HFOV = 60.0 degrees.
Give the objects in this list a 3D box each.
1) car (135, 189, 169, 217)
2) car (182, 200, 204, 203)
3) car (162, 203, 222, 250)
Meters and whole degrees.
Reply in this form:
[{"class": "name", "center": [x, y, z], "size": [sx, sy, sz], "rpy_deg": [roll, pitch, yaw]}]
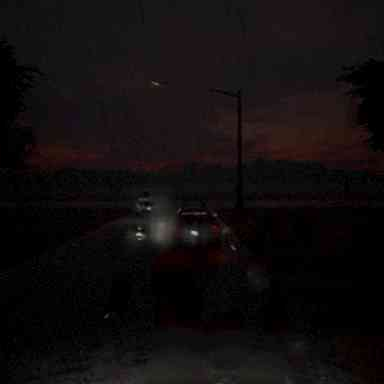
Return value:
[{"class": "car", "center": [-3.012, 0.771, 26.044], "size": [2.150, 2.045, 5.566], "rpy_deg": [0, 1, 0]}, {"class": "car", "center": [0.062, 1.199, 22.986], "size": [1.895, 1.301, 4.718], "rpy_deg": [0, 1, 0]}, {"class": "car", "center": [0.088, 1.328, 13.146], "size": [1.994, 1.385, 4.181], "rpy_deg": [0, 1, 0]}]
